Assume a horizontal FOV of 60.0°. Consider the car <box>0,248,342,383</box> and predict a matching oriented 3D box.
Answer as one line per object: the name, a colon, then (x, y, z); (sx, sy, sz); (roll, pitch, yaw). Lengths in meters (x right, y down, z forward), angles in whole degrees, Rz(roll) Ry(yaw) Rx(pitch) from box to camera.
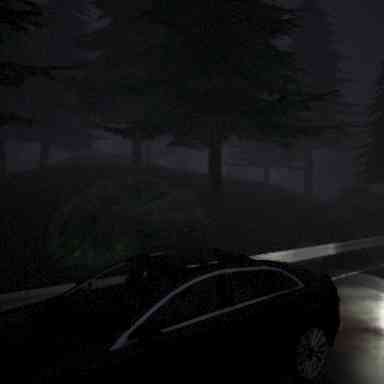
car: (-0.246, 1.492, 3.821); (4.902, 1.511, 2.128); (0, 0, -36)
